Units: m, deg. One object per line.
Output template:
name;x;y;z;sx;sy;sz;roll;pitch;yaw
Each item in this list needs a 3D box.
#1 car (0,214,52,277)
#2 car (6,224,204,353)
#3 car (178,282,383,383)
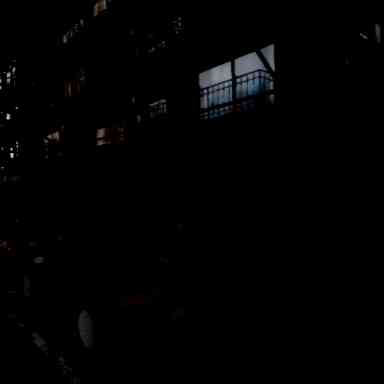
car;-5.452;1.399;10.231;1.967;1.590;4.097;-2;1;-42
car;-1.684;1.478;6.038;1.887;1.381;4.507;-2;1;-42
car;2.081;1.474;1.843;1.947;1.339;4.313;-2;1;-42
